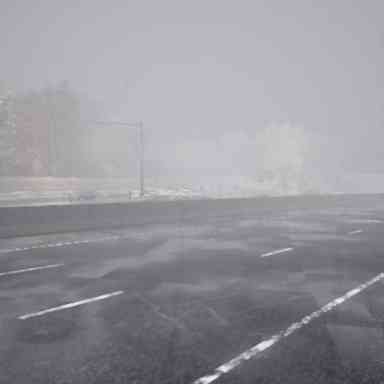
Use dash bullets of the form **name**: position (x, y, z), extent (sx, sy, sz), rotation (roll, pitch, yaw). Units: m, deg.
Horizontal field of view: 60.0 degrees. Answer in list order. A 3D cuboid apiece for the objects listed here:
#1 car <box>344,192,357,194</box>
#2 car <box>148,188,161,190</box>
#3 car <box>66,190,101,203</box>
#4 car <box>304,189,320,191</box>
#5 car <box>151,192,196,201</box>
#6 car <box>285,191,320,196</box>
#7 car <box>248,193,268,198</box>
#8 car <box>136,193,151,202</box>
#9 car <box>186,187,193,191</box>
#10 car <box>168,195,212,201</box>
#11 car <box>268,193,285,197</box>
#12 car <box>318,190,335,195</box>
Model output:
- **car**: position (27.049, 0.749, 57.254), extent (4.892, 1.490, 1.837), rotation (-1, 1, -44)
- **car**: position (-6.787, 0.065, 58.214), extent (1.882, 1.535, 5.008), rotation (0, 2, 23)
- **car**: position (-13.533, 0.515, 41.791), extent (1.837, 1.490, 4.892), rotation (0, 1, 24)
- **car**: position (22.170, 0.421, 62.254), extent (5.566, 2.045, 2.150), rotation (-1, 1, -44)
- **car**: position (-1.340, 1.069, 34.391), extent (4.902, 1.511, 2.128), rotation (-1, 1, -44)
- **car**: position (15.208, 0.909, 45.686), extent (4.892, 1.490, 1.837), rotation (0, 1, -44)
- **car**: position (10.419, 0.863, 50.785), extent (4.892, 1.490, 1.837), rotation (0, 1, -44)
- **car**: position (-3.983, 1.000, 36.688), extent (4.892, 1.490, 1.837), rotation (3, -1, -44)
- **car**: position (-0.680, -0.468, 71.976), extent (1.994, 1.385, 4.181), rotation (0, 3, 25)
- **car**: position (0.641, 1.154, 31.437), extent (5.357, 1.411, 2.033), rotation (-1, 1, -44)
- **car**: position (13.596, 0.895, 48.993), extent (4.674, 1.442, 1.812), rotation (-1, 1, -44)
- **car**: position (24.674, 0.824, 59.821), extent (4.718, 1.301, 1.895), rotation (-1, 1, -44)
